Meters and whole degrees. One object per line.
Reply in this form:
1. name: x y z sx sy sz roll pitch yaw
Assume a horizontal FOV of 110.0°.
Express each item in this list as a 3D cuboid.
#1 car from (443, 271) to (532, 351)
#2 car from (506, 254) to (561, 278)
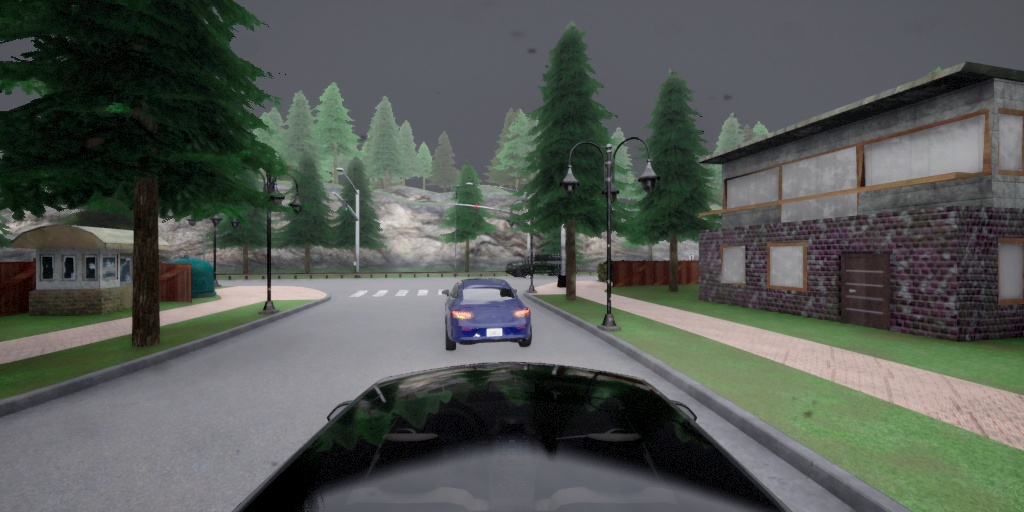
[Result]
1. car: -0.756 1.276 9.025 1.812 1.442 4.674 0 0 -11
2. car: 2.276 0.815 30.538 5.566 2.045 2.150 0 0 -13
